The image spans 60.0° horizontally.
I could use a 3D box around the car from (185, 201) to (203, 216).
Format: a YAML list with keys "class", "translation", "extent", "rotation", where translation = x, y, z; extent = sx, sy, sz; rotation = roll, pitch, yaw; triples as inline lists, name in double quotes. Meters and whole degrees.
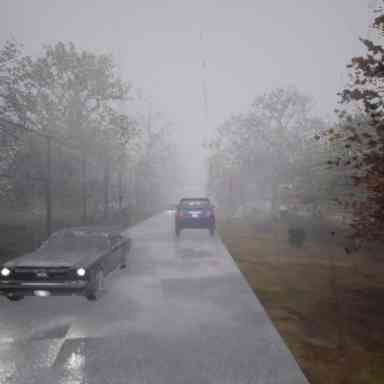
- class: "car"
  translation: [0.234, 1.847, 38.275]
  extent: [1.882, 1.535, 5.008]
  rotation: [0, -1, 0]

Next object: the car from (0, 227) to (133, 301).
- class: "car"
  translation: [-2.839, 1.622, 8.505]
  extent: [1.895, 1.301, 4.718]
  rotation: [0, 0, 0]

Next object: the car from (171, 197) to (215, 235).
- class: "car"
  translation: [0.172, 1.320, 19.573]
  extent: [2.150, 2.045, 5.566]
  rotation: [0, -1, 0]

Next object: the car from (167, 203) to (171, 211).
- class: "car"
  translation: [-2.607, 2.128, 50.183]
  extent: [1.994, 1.385, 4.181]
  rotation: [0, -1, 1]
